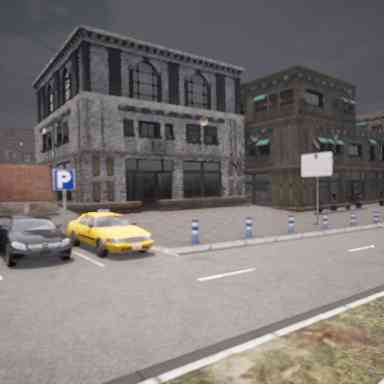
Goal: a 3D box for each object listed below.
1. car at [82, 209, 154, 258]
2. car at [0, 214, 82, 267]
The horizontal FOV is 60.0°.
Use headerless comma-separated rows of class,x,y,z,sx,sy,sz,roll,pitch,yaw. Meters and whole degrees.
car,-3.419,1.496,13.307,1.946,1.575,5.366,0,0,-36
car,-5.756,1.539,11.832,2.002,1.452,4.674,0,0,-36
